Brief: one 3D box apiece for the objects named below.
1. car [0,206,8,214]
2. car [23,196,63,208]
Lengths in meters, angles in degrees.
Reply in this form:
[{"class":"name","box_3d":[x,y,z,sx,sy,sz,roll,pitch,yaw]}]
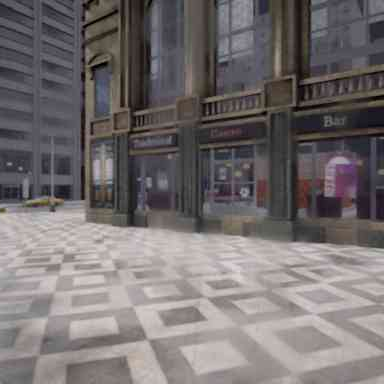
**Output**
[{"class":"car","box_3d":[-18.097,1.337,27.718,1.752,1.417,4.829,1,2,36]},{"class":"car","box_3d":[-18.577,1.139,41.619,1.752,1.417,4.829,1,2,36]}]
